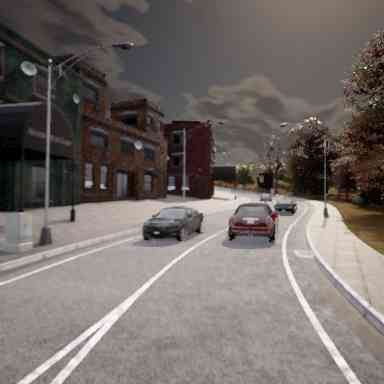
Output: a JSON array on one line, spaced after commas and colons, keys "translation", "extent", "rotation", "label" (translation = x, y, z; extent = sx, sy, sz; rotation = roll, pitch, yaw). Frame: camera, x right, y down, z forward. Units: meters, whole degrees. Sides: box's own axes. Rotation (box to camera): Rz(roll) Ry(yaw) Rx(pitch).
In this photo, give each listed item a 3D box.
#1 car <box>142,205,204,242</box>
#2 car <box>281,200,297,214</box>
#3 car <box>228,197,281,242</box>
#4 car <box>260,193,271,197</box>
[{"translation": [-0.788, 1.464, 16.556], "extent": [1.882, 1.535, 5.008], "rotation": [0, 0, 17], "label": "car"}, {"translation": [9.422, 1.434, 33.332], "extent": [1.895, 1.301, 4.718], "rotation": [0, 1, 21], "label": "car"}, {"translation": [3.192, 1.326, 16.685], "extent": [2.097, 1.767, 4.553], "rotation": [0, 0, 17], "label": "car"}, {"translation": [12.552, 0.995, 56.655], "extent": [1.812, 1.442, 4.674], "rotation": [0, 1, 11], "label": "car"}]
